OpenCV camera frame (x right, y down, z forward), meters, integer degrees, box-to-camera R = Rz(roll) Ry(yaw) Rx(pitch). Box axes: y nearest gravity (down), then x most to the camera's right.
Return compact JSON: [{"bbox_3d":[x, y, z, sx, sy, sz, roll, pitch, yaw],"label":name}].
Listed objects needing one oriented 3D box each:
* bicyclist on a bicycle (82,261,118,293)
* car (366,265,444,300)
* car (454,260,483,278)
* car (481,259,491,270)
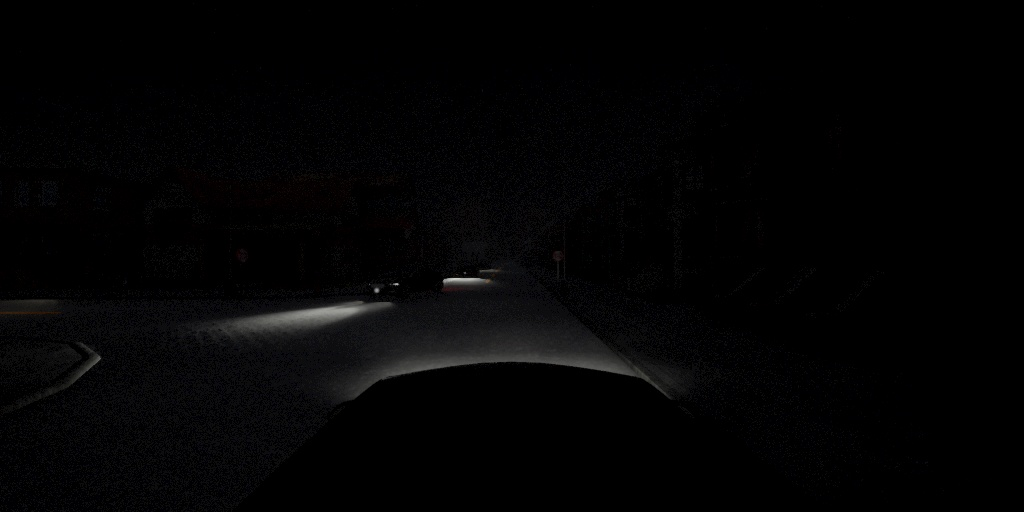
[{"bbox_3d":[-21.605,1.099,18.841,0.582,1.620,1.656,0,0,0],"label":"bicyclist on a bicycle"},{"bbox_3d":[-5.181,1.242,17.996,2.128,1.511,4.902,0,0,17],"label":"car"},{"bbox_3d":[-4.150,1.312,33.641,1.994,1.385,4.181,0,0,0],"label":"car"},{"bbox_3d":[-4.142,1.227,52.897,1.882,1.535,5.008,0,0,0],"label":"car"}]
